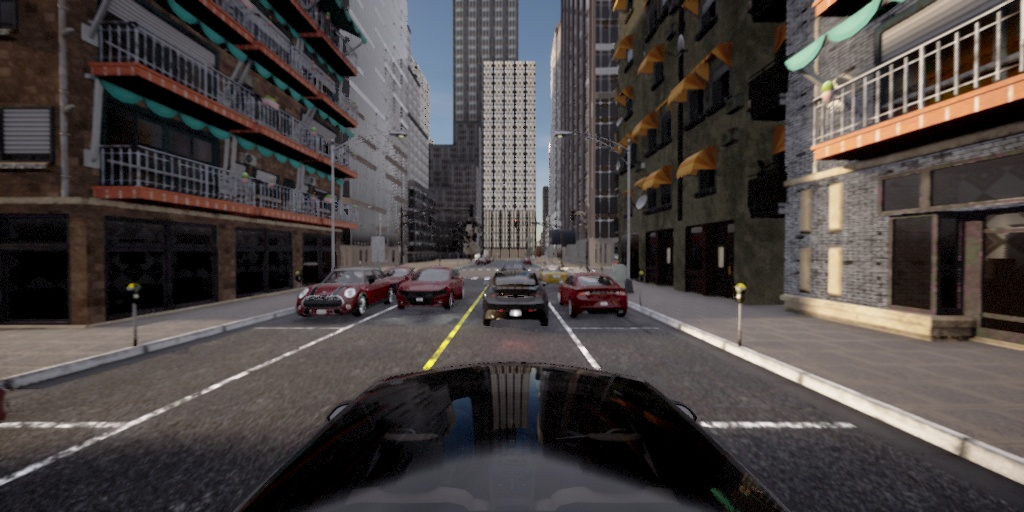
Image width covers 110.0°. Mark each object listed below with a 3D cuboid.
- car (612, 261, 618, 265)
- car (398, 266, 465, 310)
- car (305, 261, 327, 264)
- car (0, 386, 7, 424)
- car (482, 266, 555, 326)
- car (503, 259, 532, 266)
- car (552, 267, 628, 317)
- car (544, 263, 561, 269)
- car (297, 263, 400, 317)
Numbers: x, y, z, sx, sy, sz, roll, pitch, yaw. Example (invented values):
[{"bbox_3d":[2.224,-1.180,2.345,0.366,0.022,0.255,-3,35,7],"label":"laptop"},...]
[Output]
[{"bbox_3d":[14.267,0.824,42.882,4.507,1.381,1.888,0,0,0],"label":"car"},{"bbox_3d":[-3.080,1.169,14.459,1.882,1.535,5.008,0,0,0],"label":"car"},{"bbox_3d":[-23.830,1.313,42.568,4.097,1.591,1.967,0,0,0],"label":"car"},{"bbox_3d":[-5.692,1.332,1.664,1.802,1.307,4.207,0,0,0],"label":"car"},{"bbox_3d":[0.100,1.208,11.486,1.837,1.490,4.892,0,0,0],"label":"car"},{"bbox_3d":[0.101,1.143,23.375,2.128,1.511,4.902,0,0,0],"label":"car"},{"bbox_3d":[2.691,1.245,12.696,1.888,1.381,4.507,0,0,0],"label":"car"},{"bbox_3d":[2.692,1.175,23.913,1.751,1.417,4.829,0,0,0],"label":"car"},{"bbox_3d":[-5.691,1.139,12.711,1.967,1.591,4.097,0,0,0],"label":"car"}]
